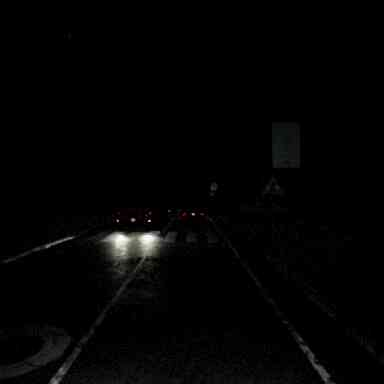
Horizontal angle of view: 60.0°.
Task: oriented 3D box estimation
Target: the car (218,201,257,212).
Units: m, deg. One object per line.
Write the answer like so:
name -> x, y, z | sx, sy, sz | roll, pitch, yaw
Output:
car -> 6.141, 1.952, 45.103 | 5.008, 1.535, 2.097 | 0, -2, -1

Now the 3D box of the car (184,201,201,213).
car -> 0.028, 1.931, 42.984 | 2.128, 1.511, 4.902 | 0, -2, 0

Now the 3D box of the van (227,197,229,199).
van -> 6.345, 1.487, 36.004 | 4.442, 1.987, 1.878 | 0, -1, 0

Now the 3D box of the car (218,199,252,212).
car -> 6.129, 1.918, 48.141 | 4.553, 1.767, 2.185 | 0, -2, -1

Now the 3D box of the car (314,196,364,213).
car -> 18.432, 1.572, 40.670 | 5.566, 2.045, 2.435 | 0, -2, -1

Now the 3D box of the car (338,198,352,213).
car -> 18.692, 1.688, 34.950 | 5.366, 1.575, 1.946 | 0, -1, 0

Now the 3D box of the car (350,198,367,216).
car -> 18.713, 1.636, 32.290 | 5.366, 1.575, 1.946 | 0, -1, 0

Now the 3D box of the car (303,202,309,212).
car -> 18.364, 1.733, 46.130 | 5.566, 2.045, 2.435 | 0, -2, -1

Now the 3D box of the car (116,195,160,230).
car -> -3.355, 1.241, 21.736 | 2.150, 2.045, 5.566 | 0, 0, 0

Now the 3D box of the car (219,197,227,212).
car -> 6.201, 1.613, 42.194 | 5.566, 2.045, 2.435 | 0, -1, -1

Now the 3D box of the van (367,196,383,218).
van -> 18.433, 1.364, 29.498 | 4.442, 1.987, 1.878 | 0, -1, 0

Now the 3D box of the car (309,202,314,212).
car -> 18.420, 1.905, 43.455 | 4.892, 1.521, 2.231 | 0, -2, -1

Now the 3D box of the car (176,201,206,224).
car -> 0.082, 1.604, 25.441 | 2.033, 1.411, 5.357 | 0, -1, 0

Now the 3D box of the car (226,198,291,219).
car -> 6.092, 1.595, 30.043 | 5.366, 1.575, 1.946 | 0, -1, 0

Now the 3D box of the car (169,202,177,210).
car -> -3.396, 2.637, 63.654 | 1.882, 1.535, 5.008 | 0, -3, 0
